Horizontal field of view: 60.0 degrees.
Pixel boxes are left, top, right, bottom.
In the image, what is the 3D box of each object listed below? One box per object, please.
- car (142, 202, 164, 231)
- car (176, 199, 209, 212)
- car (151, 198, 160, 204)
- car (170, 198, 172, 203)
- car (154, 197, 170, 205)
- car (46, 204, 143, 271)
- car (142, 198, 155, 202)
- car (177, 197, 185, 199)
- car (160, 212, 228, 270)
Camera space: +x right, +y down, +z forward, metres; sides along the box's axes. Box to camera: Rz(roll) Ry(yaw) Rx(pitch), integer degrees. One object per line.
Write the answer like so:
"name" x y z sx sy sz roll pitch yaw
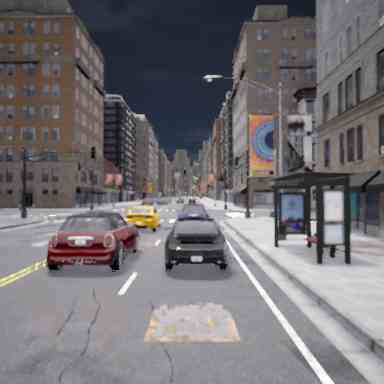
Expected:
"car" -3.144 1.677 21.965 1.882 1.535 5.008 0 -1 0
"car" 0.105 1.555 22.321 2.097 1.767 4.553 0 -1 0
"car" -9.712 2.328 88.555 1.994 1.385 4.181 0 0 0
"car" -6.462 2.131 88.584 2.097 1.767 4.553 0 0 0
"car" -6.468 2.207 72.960 1.994 1.385 4.181 0 0 0
"car" -3.148 1.456 11.472 2.097 1.767 4.553 0 -1 0
"car" -9.719 2.010 72.992 2.097 1.767 4.553 0 0 0
"car" -3.213 2.360 86.909 1.895 1.301 4.718 0 0 0
"car" 0.100 1.604 11.329 1.837 1.490 4.892 0 -2 -1
